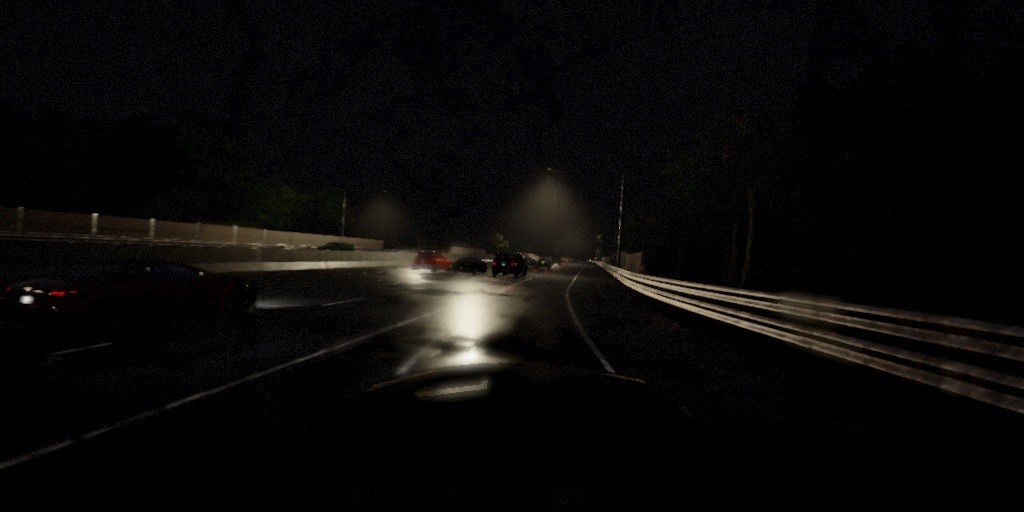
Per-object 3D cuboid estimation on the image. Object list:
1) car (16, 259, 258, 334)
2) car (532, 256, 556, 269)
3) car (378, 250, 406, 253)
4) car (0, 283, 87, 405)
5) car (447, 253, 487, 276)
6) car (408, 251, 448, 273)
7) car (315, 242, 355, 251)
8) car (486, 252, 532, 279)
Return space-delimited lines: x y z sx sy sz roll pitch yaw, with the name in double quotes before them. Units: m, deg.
"car" -8.434 0.774 8.497 1.994 1.385 4.181 4 0 12
"car" 4.866 1.020 53.772 2.097 1.767 4.553 4 0 12
"car" -15.266 -0.018 43.569 2.128 1.511 4.902 4 0 12
"car" -6.271 1.002 1.929 1.895 1.301 4.718 4 0 12
"car" -3.551 0.805 31.228 1.882 1.535 5.008 4 0 12
"car" -6.970 0.459 31.907 2.097 1.767 4.553 4 0 12
"car" -22.085 -0.727 44.947 2.150 2.045 5.566 4 0 13
"car" -0.114 0.770 30.522 2.150 2.045 5.566 4 0 12
